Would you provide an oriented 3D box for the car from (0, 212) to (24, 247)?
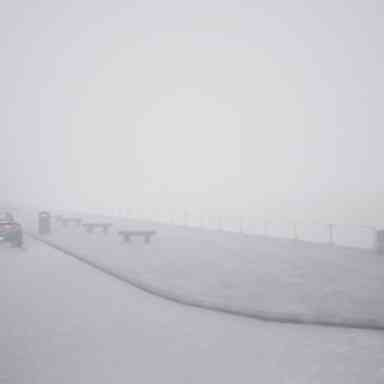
[{"bbox_3d":[-8.923,1.636,14.984,2.128,1.511,4.902,-1,0,-36],"label":"car"}]
